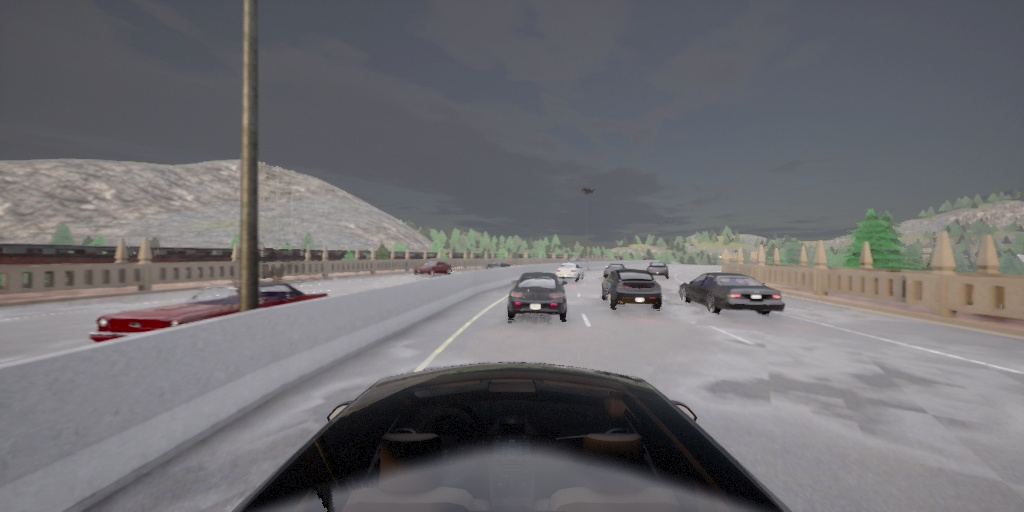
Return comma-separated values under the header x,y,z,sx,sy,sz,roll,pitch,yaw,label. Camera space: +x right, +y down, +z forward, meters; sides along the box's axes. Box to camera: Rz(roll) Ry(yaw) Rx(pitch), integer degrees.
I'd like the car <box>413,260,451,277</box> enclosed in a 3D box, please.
x,y,z,sx,sy,sz,roll,pitch,yaw,label
-7.959,1.197,36.210,1.882,1.535,5.008,0,0,19,car

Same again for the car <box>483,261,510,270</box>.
x,y,z,sx,sy,sz,roll,pitch,yaw,label
-1.750,1.313,42.513,1.994,1.385,4.181,0,0,24,car

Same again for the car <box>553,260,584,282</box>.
x,y,z,sx,sy,sz,roll,pitch,yaw,label
4.785,1.302,29.716,1.812,1.442,4.674,0,0,17,car

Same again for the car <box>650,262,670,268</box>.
x,y,z,sx,sy,sz,roll,pitch,yaw,label
14.051,1.311,34.556,2.128,1.511,4.902,0,0,23,car

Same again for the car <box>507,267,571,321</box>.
x,y,z,sx,sy,sz,roll,pitch,yaw,label
0.939,1.278,12.453,1.812,1.442,4.674,1,0,7,car

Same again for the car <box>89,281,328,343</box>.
x,y,z,sx,sy,sz,roll,pitch,yaw,label
-6.693,1.321,8.729,1.895,1.301,4.718,0,0,5,car

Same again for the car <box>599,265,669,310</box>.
x,y,z,sx,sy,sz,roll,pitch,yaw,label
4.813,1.279,14.890,1.837,1.490,4.892,0,0,9,car

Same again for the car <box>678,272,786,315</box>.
x,y,z,sx,sy,sz,roll,pitch,yaw,label
8.107,1.337,13.814,2.033,1.411,5.357,0,0,9,car
